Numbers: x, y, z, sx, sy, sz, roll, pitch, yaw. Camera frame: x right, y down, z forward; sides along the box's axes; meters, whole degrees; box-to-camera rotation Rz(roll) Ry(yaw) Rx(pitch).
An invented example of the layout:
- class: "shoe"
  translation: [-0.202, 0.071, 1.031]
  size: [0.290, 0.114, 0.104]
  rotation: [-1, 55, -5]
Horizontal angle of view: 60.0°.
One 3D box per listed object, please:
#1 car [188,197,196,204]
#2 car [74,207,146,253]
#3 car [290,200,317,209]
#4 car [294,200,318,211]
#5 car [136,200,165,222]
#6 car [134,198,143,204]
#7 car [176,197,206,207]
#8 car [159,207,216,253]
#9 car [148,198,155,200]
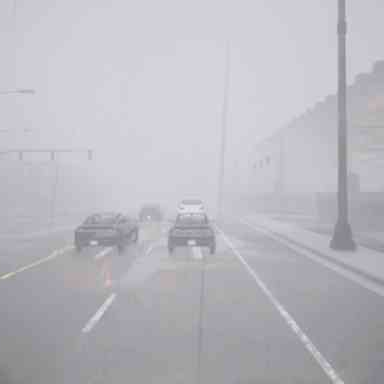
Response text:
- class: "car"
  translation: [-0.021, 2.136, 88.628]
  size: [2.097, 1.767, 4.553]
  rotation: [0, -1, 0]
- class: "car"
  translation: [-3.499, 1.629, 14.307]
  size: [2.128, 1.511, 4.902]
  rotation: [0, 0, 0]
- class: "car"
  translation: [15.958, 1.743, 47.387]
  size: [1.853, 1.218, 4.536]
  rotation: [-1, -1, 44]
- class: "car"
  translation: [15.966, 1.699, 42.699]
  size: [1.853, 1.218, 4.536]
  rotation: [0, -1, -36]
- class: "car"
  translation: [-3.501, 1.785, 29.306]
  size: [1.837, 1.490, 4.892]
  rotation: [0, 0, 0]
- class: "car"
  translation: [-14.021, 2.327, 87.510]
  size: [1.837, 1.490, 4.892]
  rotation: [0, -1, 0]
- class: "car"
  translation: [-0.005, 1.491, 29.019]
  size: [2.150, 2.045, 5.566]
  rotation: [0, 0, 0]
- class: "car"
  translation: [0.001, 1.629, 14.298]
  size: [2.128, 1.511, 4.902]
  rotation: [0, 0, 0]
- class: "car"
  translation: [-10.521, 2.351, 87.510]
  size: [1.812, 1.442, 4.674]
  rotation: [0, -1, 0]
